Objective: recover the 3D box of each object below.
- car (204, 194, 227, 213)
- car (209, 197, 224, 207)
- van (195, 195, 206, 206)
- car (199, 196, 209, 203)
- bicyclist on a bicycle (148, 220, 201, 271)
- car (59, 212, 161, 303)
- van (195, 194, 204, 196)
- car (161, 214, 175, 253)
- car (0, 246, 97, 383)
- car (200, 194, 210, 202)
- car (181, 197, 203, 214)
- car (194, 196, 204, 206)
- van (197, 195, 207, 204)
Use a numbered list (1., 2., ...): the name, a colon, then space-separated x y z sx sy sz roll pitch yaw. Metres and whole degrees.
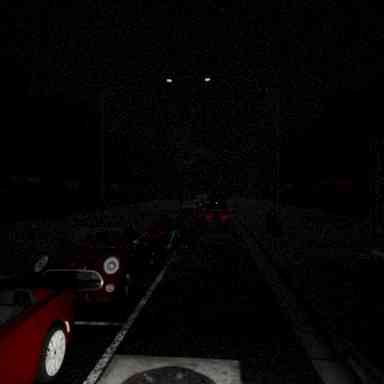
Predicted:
1. car: 2.728 1.225 36.968 2.150 2.045 5.566 0 0 4
2. car: 3.793 1.514 51.390 2.128 1.511 4.902 0 0 4
3. van: 1.485 1.373 57.244 1.690 1.788 3.998 0 0 4
4. car: 2.699 1.611 73.592 2.008 1.369 4.403 0 0 4
5. bicyclist on a bicycle: -0.348 1.435 9.980 1.620 1.656 0.582 -28 -26 -21
6. car: -2.157 1.439 8.203 1.967 1.590 4.097 0 0 4
7. van: 1.080 1.364 51.795 1.690 1.788 3.998 0 0 4
8. car: -1.752 1.544 13.652 1.887 1.381 4.507 0 0 4
9. car: -2.559 1.544 2.754 1.887 1.381 4.507 0 0 4
10. car: 3.104 1.388 79.041 2.192 1.841 5.009 0 0 4
11. car: -0.146 1.525 35.279 1.752 1.417 4.829 0 0 4
12. car: 0.675 1.595 46.345 1.802 1.307 4.206 0 0 4
13. van: 1.890 1.382 62.693 1.690 1.788 3.998 0 0 4
